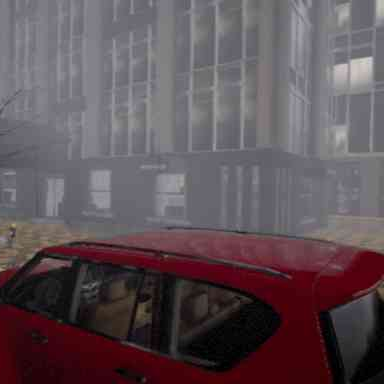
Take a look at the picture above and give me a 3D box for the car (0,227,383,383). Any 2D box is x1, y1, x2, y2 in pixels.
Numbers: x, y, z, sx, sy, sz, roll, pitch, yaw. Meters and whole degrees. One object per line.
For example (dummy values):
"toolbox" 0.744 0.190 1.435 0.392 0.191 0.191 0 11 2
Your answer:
"car" -0.578 1.304 3.316 5.009 1.841 2.192 0 1 36
